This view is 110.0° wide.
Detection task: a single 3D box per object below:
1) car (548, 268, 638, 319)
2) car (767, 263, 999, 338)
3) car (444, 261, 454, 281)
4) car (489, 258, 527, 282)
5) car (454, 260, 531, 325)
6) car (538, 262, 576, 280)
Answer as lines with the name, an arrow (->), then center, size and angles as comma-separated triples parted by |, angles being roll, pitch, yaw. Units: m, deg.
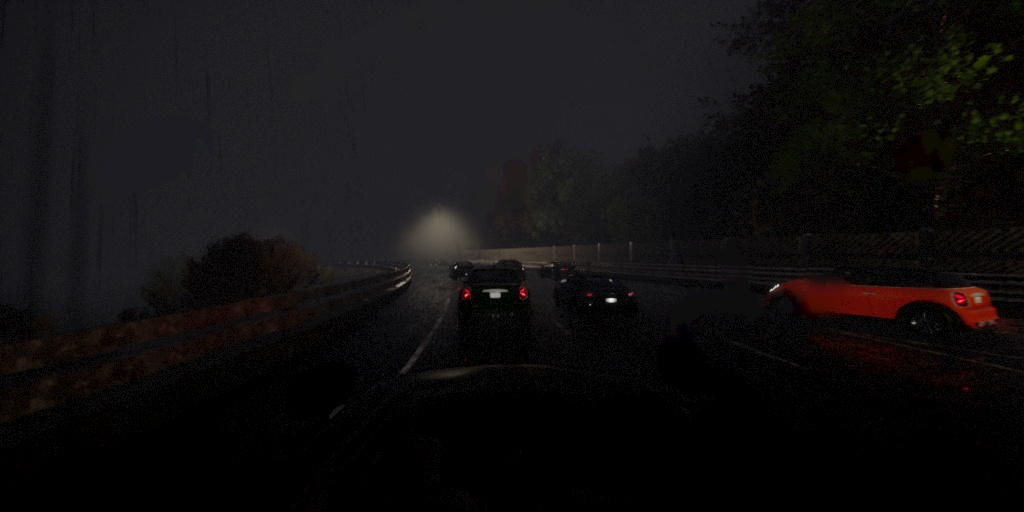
car -> 2.777, 1.295, 12.762 | 1.994, 1.385, 4.181 | 0, 0, -6
car -> 10.128, 1.056, 10.392 | 2.097, 1.767, 4.553 | 0, 0, -24
car -> -4.247, 1.231, 30.482 | 2.128, 1.511, 4.902 | 0, 0, -16
car -> -0.413, 1.079, 29.690 | 2.097, 1.767, 4.553 | 0, 0, -14
car -> -0.664, 1.096, 12.015 | 2.097, 1.767, 4.553 | 0, 0, -5
car -> 3.592, 1.206, 28.678 | 2.128, 1.511, 4.902 | 0, 0, -16
